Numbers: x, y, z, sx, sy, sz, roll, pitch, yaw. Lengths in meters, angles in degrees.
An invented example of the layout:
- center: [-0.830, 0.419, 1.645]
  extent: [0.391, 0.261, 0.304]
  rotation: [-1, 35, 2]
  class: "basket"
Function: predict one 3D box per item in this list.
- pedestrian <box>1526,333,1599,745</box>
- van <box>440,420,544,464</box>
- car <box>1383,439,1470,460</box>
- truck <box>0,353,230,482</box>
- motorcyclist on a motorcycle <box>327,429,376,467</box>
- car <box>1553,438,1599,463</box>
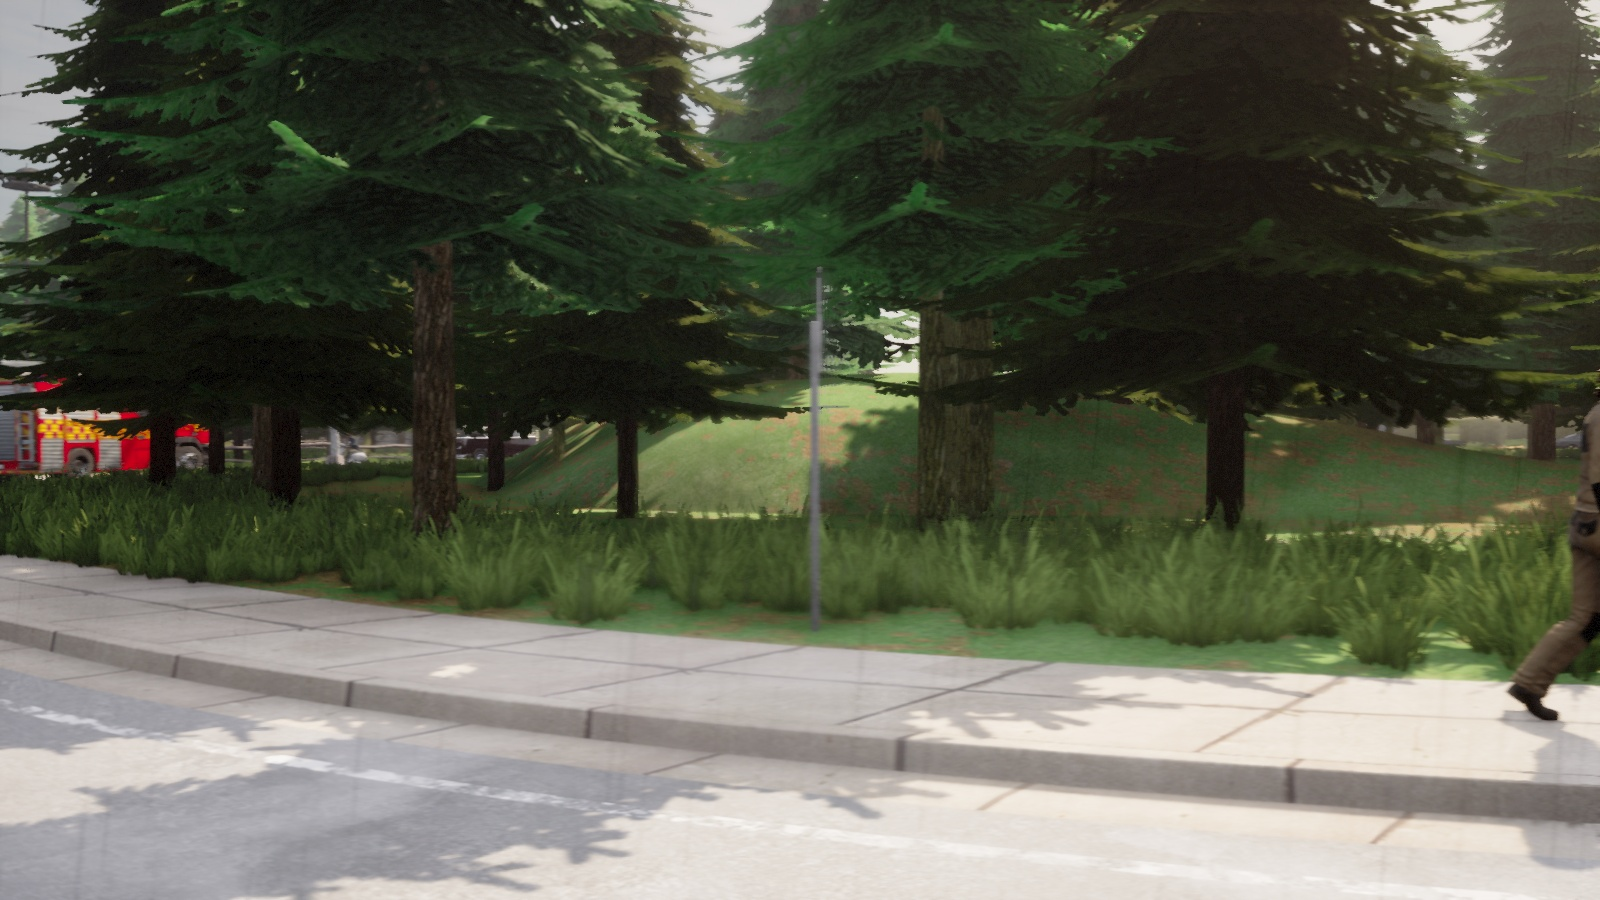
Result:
- center: [3.921, 0.418, 6.023]
  extent: [0.692, 1.930, 0.396]
  rotation: [1, 1, 22]
  class: "pedestrian"
- center: [-14.740, -0.388, 60.303]
  extent: [2.069, 2.038, 4.480]
  rotation: [1, 1, 42]
  class: "van"
- center: [40.638, -0.058, 81.464]
  extent: [4.718, 1.301, 1.895]
  rotation: [1, 1, 40]
  class: "car"
- center: [-22.958, -1.038, 41.708]
  extent: [2.891, 3.827, 8.468]
  rotation: [0, 1, 12]
  class: "truck"
- center: [-19.572, -0.099, 54.812]
  extent: [0.866, 1.590, 1.817]
  rotation: [1, 1, 40]
  class: "motorcyclist on a motorcycle"
- center: [46.139, 0.026, 72.178]
  extent: [4.674, 1.442, 1.812]
  rotation: [1, 1, 40]
  class: "car"
